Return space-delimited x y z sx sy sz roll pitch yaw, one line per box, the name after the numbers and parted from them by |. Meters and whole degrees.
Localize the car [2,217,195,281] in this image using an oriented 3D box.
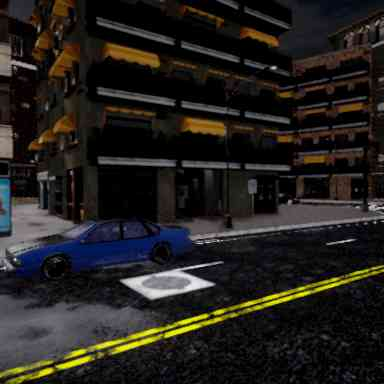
-2.487 1.480 9.847 5.357 1.411 2.033 -1 1 -35 | car

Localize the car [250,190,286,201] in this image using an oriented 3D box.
10.433 0.494 45.673 4.403 1.369 2.008 1 0 38 | car

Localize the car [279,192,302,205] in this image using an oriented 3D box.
9.527 0.694 35.697 4.403 1.369 2.008 1 0 38 | car
